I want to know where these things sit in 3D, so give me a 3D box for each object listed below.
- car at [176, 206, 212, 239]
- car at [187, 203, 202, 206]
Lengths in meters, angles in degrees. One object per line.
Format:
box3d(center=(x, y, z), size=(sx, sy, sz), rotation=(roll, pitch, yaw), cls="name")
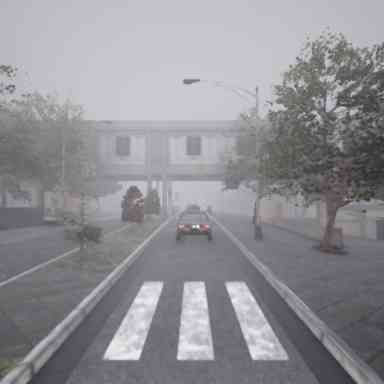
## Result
box3d(center=(0.100, 1.703, 18.125), size=(2.033, 1.411, 5.357), rotation=(0, -1, 0), cls="car")
box3d(center=(0.112, 2.197, 42.281), size=(1.837, 1.490, 4.892), rotation=(0, -2, 0), cls="car")
